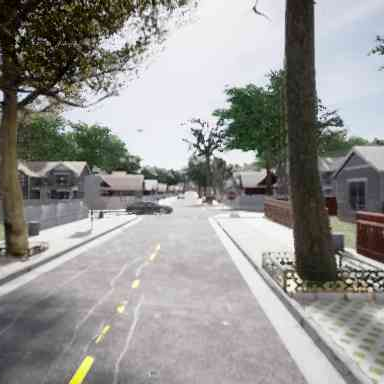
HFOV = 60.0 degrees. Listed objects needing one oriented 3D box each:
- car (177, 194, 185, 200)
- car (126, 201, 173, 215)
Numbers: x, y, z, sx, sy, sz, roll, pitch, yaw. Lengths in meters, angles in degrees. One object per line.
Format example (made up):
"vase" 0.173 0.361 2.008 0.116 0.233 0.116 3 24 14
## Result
"car" -2.790 1.245 84.383 2.033 1.411 5.357 0 0 0
"car" -4.422 1.681 34.956 4.892 1.490 1.837 0 0 -1
